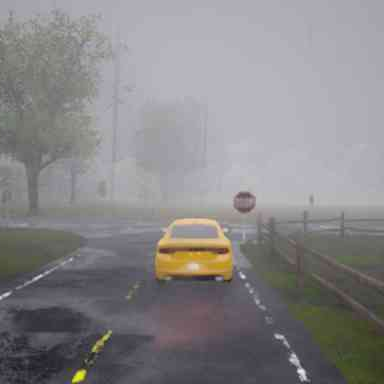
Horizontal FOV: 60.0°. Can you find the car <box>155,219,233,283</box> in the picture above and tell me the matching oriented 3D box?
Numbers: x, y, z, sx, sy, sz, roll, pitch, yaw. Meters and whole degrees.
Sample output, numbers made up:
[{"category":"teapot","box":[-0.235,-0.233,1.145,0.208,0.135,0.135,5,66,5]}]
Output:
[{"category":"car","box":[0.091,1.525,9.872,1.882,1.535,5.008,0,0,1]}]
